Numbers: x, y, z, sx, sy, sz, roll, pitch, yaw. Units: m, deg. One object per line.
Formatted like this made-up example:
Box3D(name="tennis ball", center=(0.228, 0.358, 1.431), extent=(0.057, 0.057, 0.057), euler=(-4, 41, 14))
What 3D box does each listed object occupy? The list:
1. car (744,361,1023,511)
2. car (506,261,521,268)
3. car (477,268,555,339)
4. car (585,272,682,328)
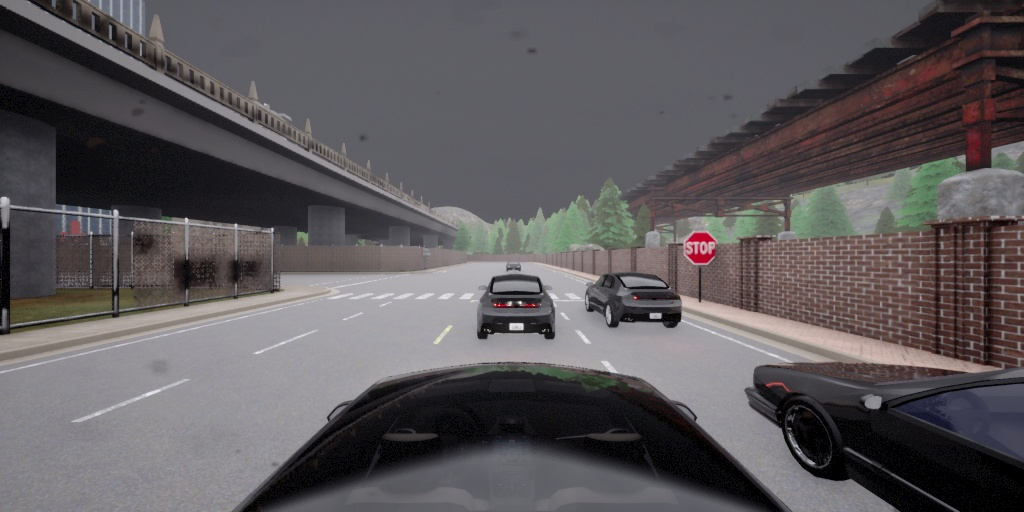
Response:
Box3D(name="car", center=(3.600, 1.297, 1.647), extent=(2.033, 1.411, 5.357), euler=(0, 0, 0))
Box3D(name="car", center=(0.184, 1.351, 46.316), extent=(1.895, 1.301, 4.718), euler=(0, 0, -1))
Box3D(name="car", center=(0.099, 1.255, 10.034), extent=(1.837, 1.490, 4.892), euler=(0, 0, 0))
Box3D(name="car", center=(3.600, 1.255, 11.393), extent=(1.837, 1.490, 4.892), euler=(0, 0, 0))
